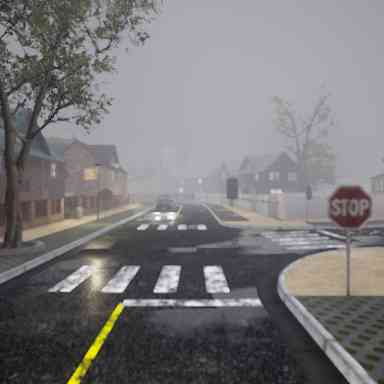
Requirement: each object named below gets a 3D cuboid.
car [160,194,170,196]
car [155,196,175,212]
[{"bbox_3d":[-4.270,1.071,53.653,2.097,1.767,4.553,0,0,-14],"label":"car"},{"bbox_3d":[-2.872,1.370,36.093,1.895,1.301,4.718,0,0,0],"label":"car"}]
